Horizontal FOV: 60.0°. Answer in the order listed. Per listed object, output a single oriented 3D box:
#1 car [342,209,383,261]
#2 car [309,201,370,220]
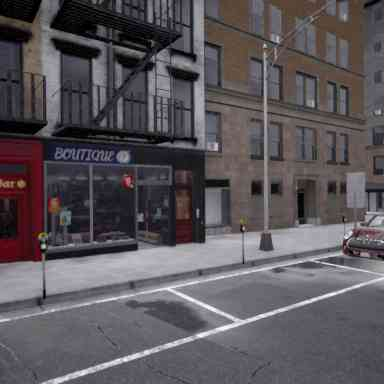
[{"bbox_3d":[7.036,1.442,11.586,4.097,1.590,1.967,0,-1,-36],"label":"car"},{"bbox_3d":[13.916,1.664,31.696,1.882,1.535,5.008,-1,0,-37],"label":"car"}]
